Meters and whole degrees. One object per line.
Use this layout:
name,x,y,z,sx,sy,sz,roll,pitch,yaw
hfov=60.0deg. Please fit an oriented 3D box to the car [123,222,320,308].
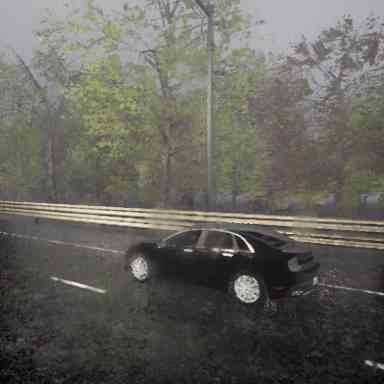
car,0.458,1.492,7.966,4.892,1.490,1.837,0,0,36
